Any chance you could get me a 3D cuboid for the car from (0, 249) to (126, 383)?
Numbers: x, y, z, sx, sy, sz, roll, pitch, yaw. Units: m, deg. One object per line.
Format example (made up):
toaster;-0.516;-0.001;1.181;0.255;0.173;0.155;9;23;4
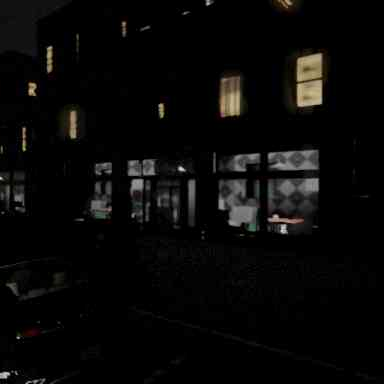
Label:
car;-2.895;1.543;4.936;4.403;1.369;2.008;0;1;36
